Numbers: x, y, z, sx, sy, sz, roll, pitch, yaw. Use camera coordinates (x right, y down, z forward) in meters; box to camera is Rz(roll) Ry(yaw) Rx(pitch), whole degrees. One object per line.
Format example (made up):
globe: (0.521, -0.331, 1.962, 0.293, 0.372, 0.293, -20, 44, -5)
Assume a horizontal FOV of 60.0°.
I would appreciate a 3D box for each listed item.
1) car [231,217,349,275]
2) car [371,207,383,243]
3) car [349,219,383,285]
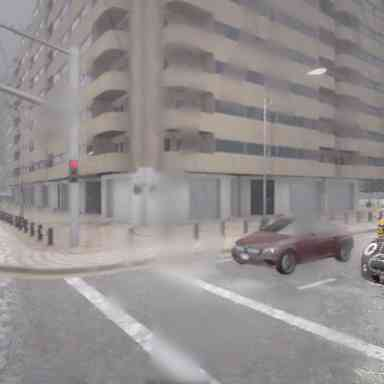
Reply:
car: (3.385, 1.549, 10.693, 4.674, 1.442, 1.812, 0, 0, -35)
car: (10.842, 1.485, 16.003, 5.008, 1.535, 1.882, 0, 0, -35)
car: (6.297, 1.363, 8.470, 4.553, 1.767, 2.097, 0, 0, -35)
